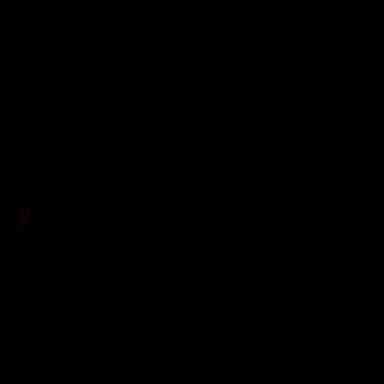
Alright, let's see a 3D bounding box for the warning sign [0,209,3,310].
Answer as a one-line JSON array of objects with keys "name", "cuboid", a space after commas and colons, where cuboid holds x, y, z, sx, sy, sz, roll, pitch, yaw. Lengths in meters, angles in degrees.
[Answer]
[{"name": "warning sign", "cuboid": [-4.341, 1.234, 5.954, 1.060, 1.860, 1.300, -1, -2, 35]}]
